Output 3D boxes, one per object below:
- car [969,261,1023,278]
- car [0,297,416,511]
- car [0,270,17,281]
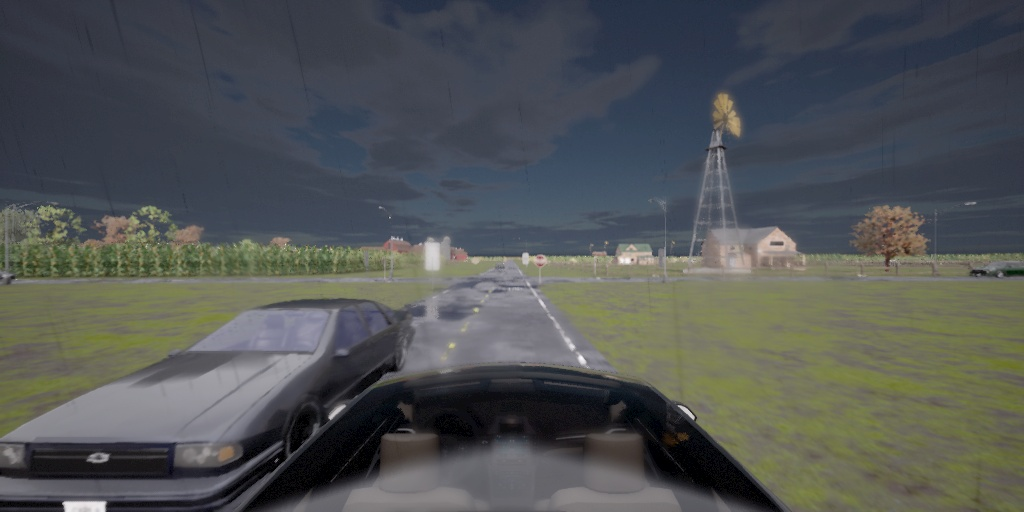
[{"bbox_3d":[49.394,1.311,36.131,4.553,1.767,2.097,0,0,3],"label":"car"},{"bbox_3d":[-2.849,1.336,5.059,2.033,1.411,5.357,0,-1,0],"label":"car"},{"bbox_3d":[-51.787,1.827,35.092,4.902,1.511,2.128,0,0,-1],"label":"car"}]
